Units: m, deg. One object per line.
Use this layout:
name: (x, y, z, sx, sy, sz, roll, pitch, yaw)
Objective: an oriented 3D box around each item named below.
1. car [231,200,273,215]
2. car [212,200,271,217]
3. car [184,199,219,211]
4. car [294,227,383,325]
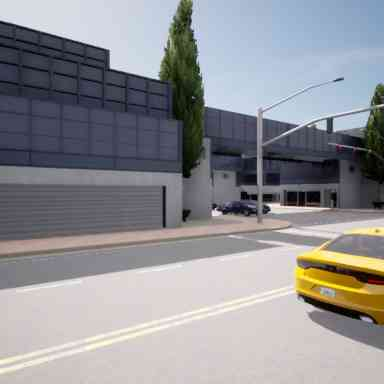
car: (6.374, 1.564, 35.615, 1.994, 1.385, 4.181, 0, 0, -37)
car: (4.650, 1.547, 32.080, 2.033, 1.411, 5.357, 0, 0, -37)
car: (1.140, 1.601, 42.599, 1.895, 1.301, 4.718, 0, 0, -37)
car: (4.221, 1.478, 6.856, 5.008, 1.535, 1.882, 0, 0, -36)
